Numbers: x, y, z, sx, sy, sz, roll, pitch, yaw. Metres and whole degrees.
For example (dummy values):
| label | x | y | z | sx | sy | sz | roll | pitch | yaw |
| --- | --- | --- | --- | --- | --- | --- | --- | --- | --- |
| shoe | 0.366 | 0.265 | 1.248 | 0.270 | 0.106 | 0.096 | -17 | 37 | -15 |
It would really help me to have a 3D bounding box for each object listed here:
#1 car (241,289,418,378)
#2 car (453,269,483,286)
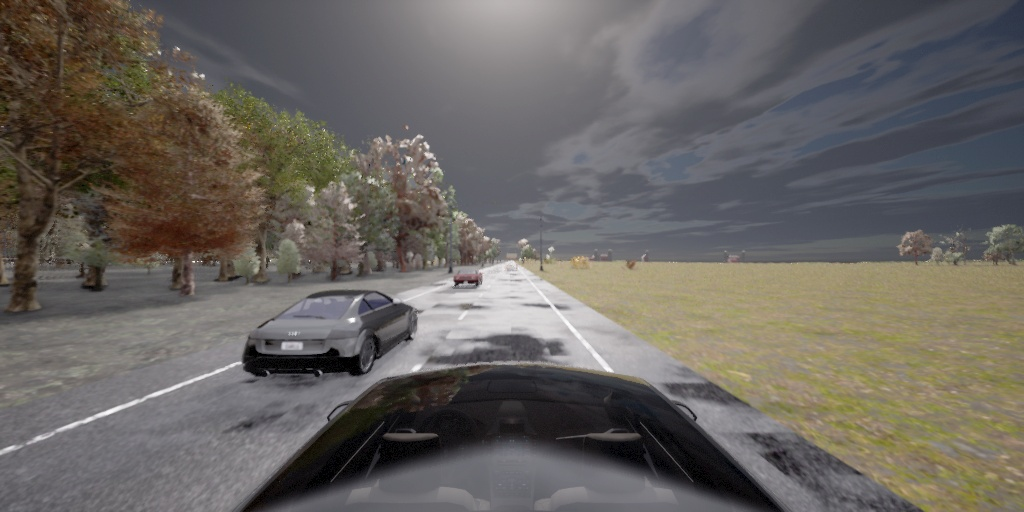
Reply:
| label | x | y | z | sx | sy | sz | roll | pitch | yaw |
| --- | --- | --- | --- | --- | --- | --- | --- | --- | --- |
| car | -3.416 | 1.389 | 7.590 | 1.994 | 1.385 | 4.181 | 0 | -1 | 0 |
| car | -3.414 | 1.691 | 28.776 | 1.895 | 1.301 | 4.718 | 0 | -1 | 0 |
